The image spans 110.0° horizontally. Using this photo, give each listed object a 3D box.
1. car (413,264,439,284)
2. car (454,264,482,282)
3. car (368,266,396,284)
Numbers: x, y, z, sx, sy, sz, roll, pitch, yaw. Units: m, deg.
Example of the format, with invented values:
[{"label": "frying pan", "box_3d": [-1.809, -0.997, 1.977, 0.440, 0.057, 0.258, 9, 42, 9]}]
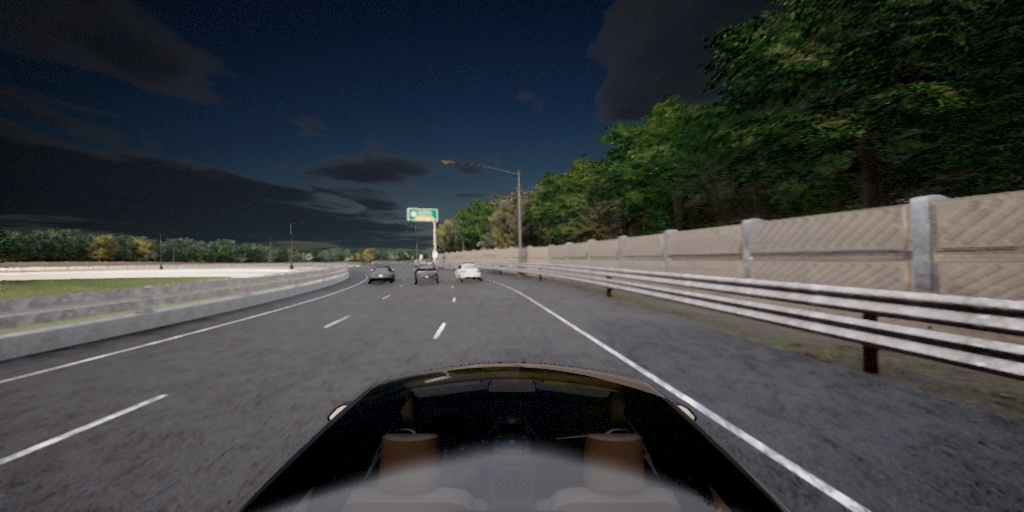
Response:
[{"label": "car", "box_3d": [-7.133, 1.400, 29.695, 2.128, 1.511, 4.902, -1, 0, -15]}, {"label": "car", "box_3d": [-3.814, 1.375, 30.803, 1.812, 1.442, 4.674, -1, 0, -15]}, {"label": "car", "box_3d": [-11.002, 1.544, 30.485, 1.994, 1.385, 4.181, -1, 0, -16]}]
